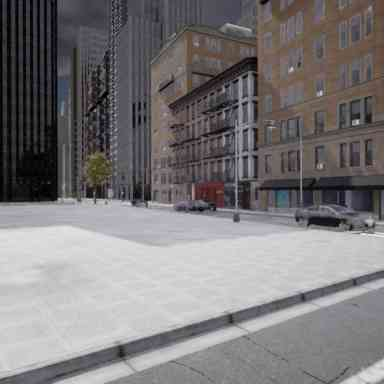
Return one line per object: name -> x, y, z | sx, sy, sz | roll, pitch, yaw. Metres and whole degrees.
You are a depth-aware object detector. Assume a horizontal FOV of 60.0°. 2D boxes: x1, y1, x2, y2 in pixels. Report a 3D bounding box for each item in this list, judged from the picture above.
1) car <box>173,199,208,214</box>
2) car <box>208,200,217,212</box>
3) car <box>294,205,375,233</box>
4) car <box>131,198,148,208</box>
car -> -0.388, 1.764, 37.935 | 1.895, 1.301, 4.718 | 0, 0, -26
car -> 1.238, 1.668, 40.735 | 1.837, 1.490, 4.892 | 0, 0, -26
car -> 8.555, 1.549, 20.380 | 2.128, 1.511, 4.902 | 0, 0, -31
car -> -8.733, 1.800, 55.049 | 2.128, 1.511, 4.902 | 0, 0, -26
